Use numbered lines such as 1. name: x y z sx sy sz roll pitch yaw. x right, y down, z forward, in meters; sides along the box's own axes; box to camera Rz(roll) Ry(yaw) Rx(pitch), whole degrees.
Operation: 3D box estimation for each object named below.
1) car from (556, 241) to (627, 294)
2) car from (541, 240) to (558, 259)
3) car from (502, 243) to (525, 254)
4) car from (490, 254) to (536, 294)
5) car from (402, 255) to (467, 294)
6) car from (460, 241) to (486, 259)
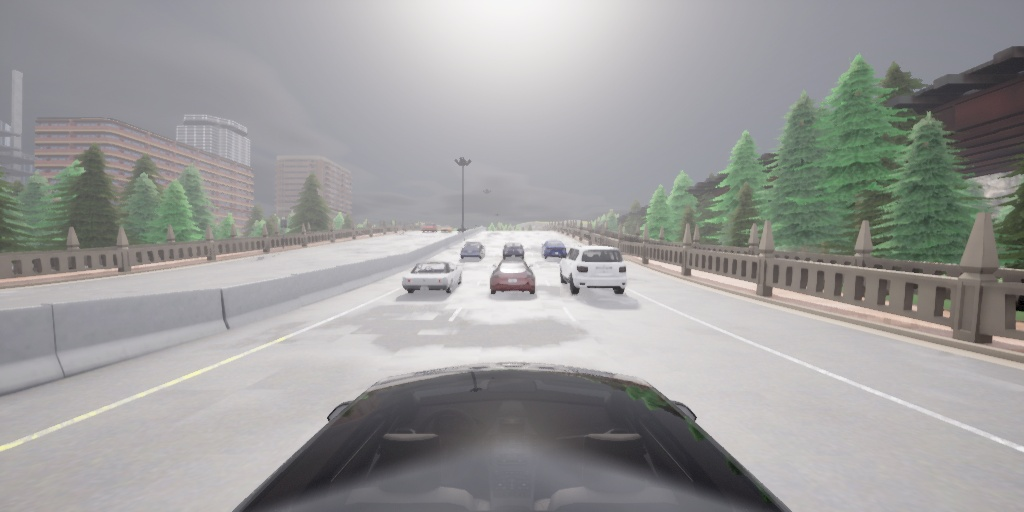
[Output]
1. car: 3.542 0.512 16.434 2.150 2.045 5.566 0 4 0
2. car: 3.623 -0.645 31.263 1.882 1.535 5.008 0 6 0
3. car: 0.124 -0.518 31.328 1.895 1.301 4.718 0 6 0
4. car: 0.041 0.834 16.439 1.994 1.385 4.181 0 4 0
5. car: -3.459 0.874 16.491 1.895 1.301 4.718 0 4 0
6. car: -3.376 -0.568 31.311 2.033 1.411 5.357 0 6 0
